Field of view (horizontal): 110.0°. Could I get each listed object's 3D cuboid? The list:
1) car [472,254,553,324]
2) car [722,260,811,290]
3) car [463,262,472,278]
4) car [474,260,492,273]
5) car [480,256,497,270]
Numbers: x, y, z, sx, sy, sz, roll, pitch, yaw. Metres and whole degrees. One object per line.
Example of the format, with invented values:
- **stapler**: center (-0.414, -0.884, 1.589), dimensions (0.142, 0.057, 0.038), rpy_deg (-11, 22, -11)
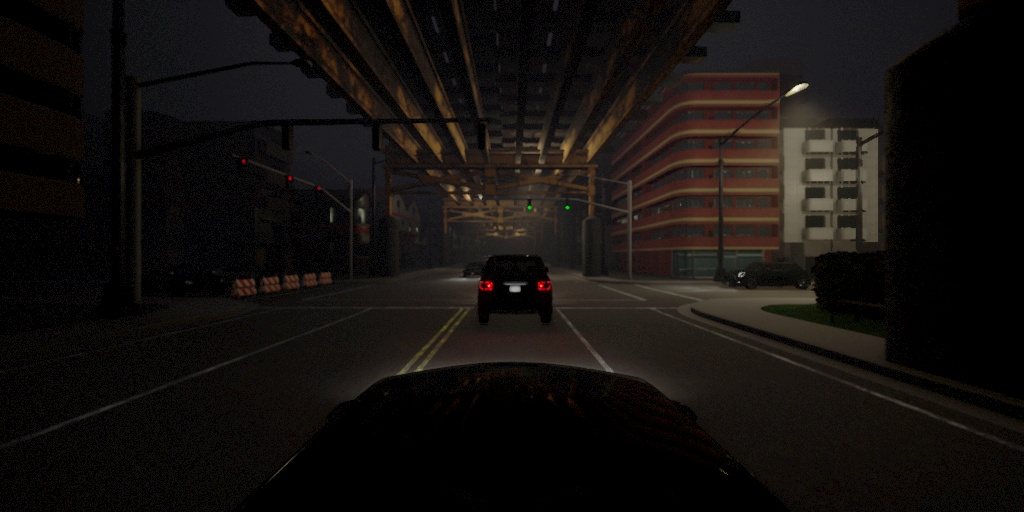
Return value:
- **car**: center (0.097, 0.975, 12.172), dimensions (2.150, 2.045, 5.566), rpy_deg (0, 0, 0)
- **car**: center (15.661, 1.112, 22.311), dimensions (4.553, 1.767, 2.097), rpy_deg (0, 0, 0)
- **car**: center (-3.591, 1.292, 34.912), dimensions (1.812, 1.442, 4.674), rpy_deg (0, 0, 0)
- **car**: center (-3.584, 1.297, 45.001), dimensions (1.812, 1.442, 4.674), rpy_deg (0, 0, 0)
- **car**: center (-3.567, 0.981, 55.745), dimensions (2.150, 2.045, 5.566), rpy_deg (0, 0, 0)
